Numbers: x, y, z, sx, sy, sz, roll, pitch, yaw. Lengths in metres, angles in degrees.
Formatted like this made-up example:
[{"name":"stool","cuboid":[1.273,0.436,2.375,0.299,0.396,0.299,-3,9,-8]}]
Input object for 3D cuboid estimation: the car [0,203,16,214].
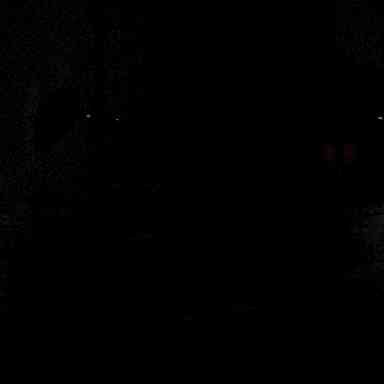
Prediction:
[{"name":"car","cuboid":[-28.536,2.473,51.241,2.128,1.511,4.902,-1,0,-36]}]
